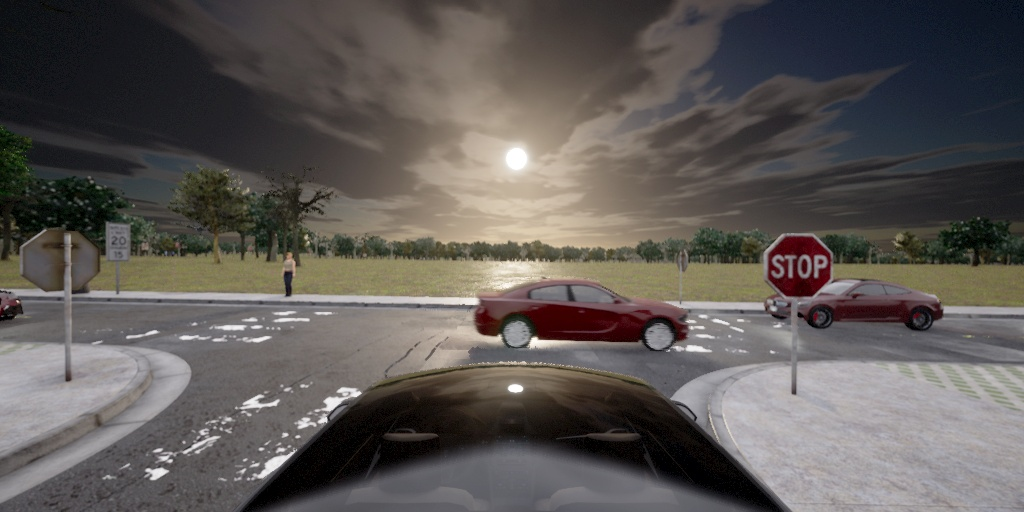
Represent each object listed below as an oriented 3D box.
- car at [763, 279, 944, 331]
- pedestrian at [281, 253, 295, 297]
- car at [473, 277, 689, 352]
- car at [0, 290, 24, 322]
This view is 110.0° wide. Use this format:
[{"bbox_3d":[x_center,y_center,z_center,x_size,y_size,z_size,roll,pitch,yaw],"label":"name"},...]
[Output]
[{"bbox_3d":[10.644,1.447,11.335,4.674,1.442,1.812,1,0,2],"label":"car"},{"bbox_3d":[-9.261,0.766,14.835,0.375,1.860,0.375,0,-1,2],"label":"pedestrian"},{"bbox_3d":[1.580,1.280,8.652,5.008,1.535,1.882,1,0,2],"label":"car"},{"bbox_3d":[-15.474,1.113,9.159,4.181,1.385,1.994,1,0,2],"label":"car"}]
